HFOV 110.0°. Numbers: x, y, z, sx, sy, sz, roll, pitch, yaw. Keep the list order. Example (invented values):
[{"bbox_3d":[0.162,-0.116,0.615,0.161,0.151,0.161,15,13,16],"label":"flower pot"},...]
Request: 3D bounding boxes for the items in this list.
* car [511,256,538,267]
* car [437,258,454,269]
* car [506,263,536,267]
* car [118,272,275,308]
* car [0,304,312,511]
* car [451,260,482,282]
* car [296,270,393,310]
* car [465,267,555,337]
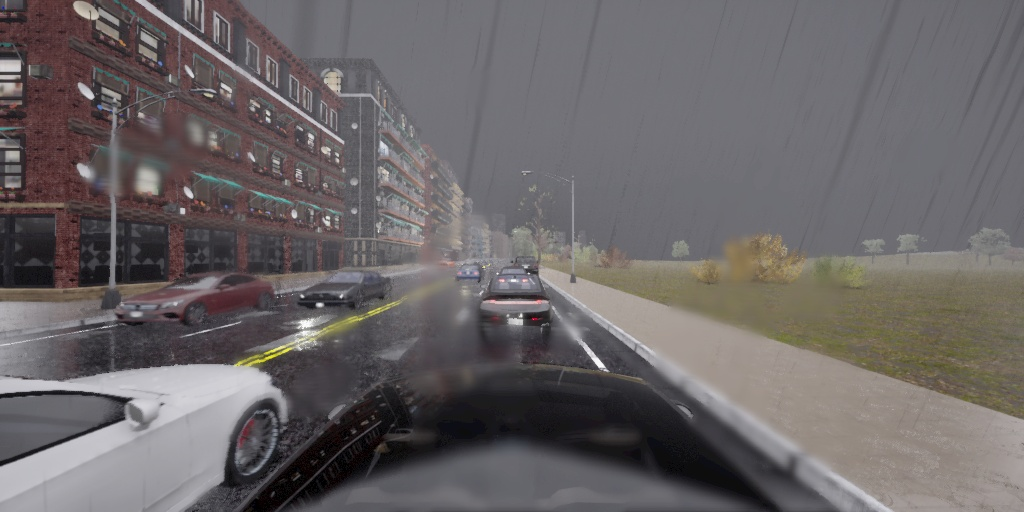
[{"bbox_3d":[1.088,0.979,30.944,2.150,2.045,5.566,0,0,0],"label":"car"},{"bbox_3d":[-9.931,1.104,54.211,2.097,1.767,4.553,0,0,0],"label":"car"},{"bbox_3d":[0.072,1.300,20.732,2.033,1.411,5.357,0,0,0],"label":"car"},{"bbox_3d":[-9.867,1.277,11.752,1.812,1.442,4.674,0,0,0],"label":"car"},{"bbox_3d":[-3.151,1.276,1.647,1.812,1.442,4.674,0,0,0],"label":"car"},{"bbox_3d":[-3.203,1.301,28.611,2.033,1.411,5.357,0,0,0],"label":"car"},{"bbox_3d":[-6.624,1.300,15.017,2.033,1.411,5.357,0,0,0],"label":"car"},{"bbox_3d":[0.087,1.243,10.292,2.128,1.511,4.902,0,0,0],"label":"car"}]
